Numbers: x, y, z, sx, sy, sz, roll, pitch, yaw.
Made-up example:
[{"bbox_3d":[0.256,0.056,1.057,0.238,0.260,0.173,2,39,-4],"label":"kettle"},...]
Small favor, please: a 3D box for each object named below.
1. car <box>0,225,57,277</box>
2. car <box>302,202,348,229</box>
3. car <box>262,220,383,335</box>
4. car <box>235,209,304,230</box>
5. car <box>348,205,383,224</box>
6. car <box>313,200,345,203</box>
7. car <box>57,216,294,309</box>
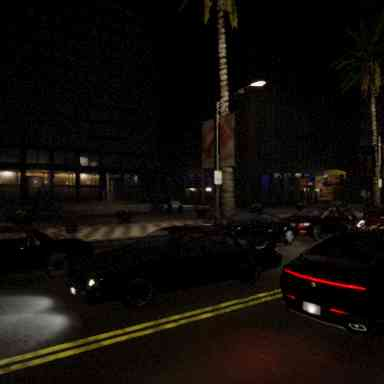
[{"bbox_3d":[-5.202,1.602,8.807,4.718,1.301,1.895,0,0,-35],"label":"car"},{"bbox_3d":[6.567,1.499,17.123,4.902,1.511,2.128,0,0,-35],"label":"car"},{"bbox_3d":[3.783,1.508,6.429,4.892,1.490,1.837,0,0,-35],"label":"car"},{"bbox_3d":[2.528,1.569,14.245,4.181,1.385,1.994,0,0,-35],"label":"car"},{"bbox_3d":[9.264,1.360,14.749,4.553,1.767,2.097,0,0,-35],"label":"car"},{"bbox_3d":[8.982,1.364,22.703,4.553,1.767,2.185,0,0,-36],"label":"car"},{"bbox_3d":[-0.156,1.550,8.069,5.357,1.411,2.033,0,0,-35],"label":"car"}]
